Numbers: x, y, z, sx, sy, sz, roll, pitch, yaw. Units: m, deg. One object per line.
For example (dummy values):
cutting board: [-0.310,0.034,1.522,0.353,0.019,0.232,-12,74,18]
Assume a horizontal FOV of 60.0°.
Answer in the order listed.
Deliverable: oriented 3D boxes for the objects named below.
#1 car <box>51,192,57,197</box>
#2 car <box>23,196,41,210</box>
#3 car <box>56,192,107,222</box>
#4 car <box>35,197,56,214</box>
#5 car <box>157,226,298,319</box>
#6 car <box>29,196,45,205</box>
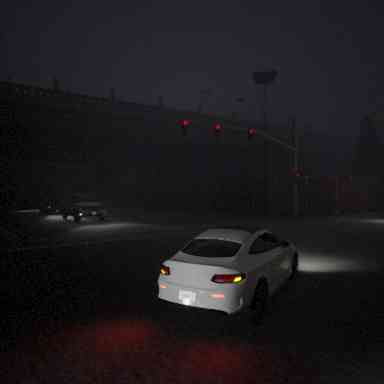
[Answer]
car: [-24.188,1.089,60.333,2.150,2.045,5.566,-1,0,-36]
car: [-20.553,1.451,42.949,1.837,1.490,4.892,-1,1,-35]
car: [-8.670,1.165,26.308,2.150,2.045,5.566,-1,0,-36]
car: [-14.481,1.546,34.437,1.895,1.301,4.718,-1,0,-36]
car: [1.039,1.476,7.349,1.812,1.442,4.674,0,1,29]
car: [-27.498,1.434,58.967,1.812,1.442,4.674,-1,0,-36]
